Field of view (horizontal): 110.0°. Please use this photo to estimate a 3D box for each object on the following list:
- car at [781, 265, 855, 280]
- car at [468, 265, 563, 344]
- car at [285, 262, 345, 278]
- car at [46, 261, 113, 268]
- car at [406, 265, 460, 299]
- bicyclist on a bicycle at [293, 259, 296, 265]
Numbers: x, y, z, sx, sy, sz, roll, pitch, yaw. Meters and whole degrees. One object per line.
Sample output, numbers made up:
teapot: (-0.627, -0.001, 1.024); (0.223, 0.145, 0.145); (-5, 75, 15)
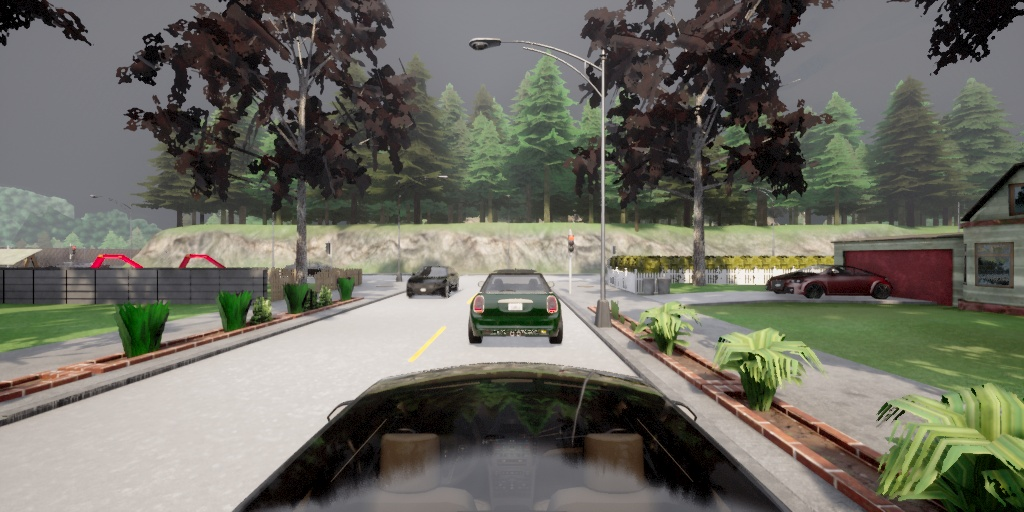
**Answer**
car: (29.643, 1.228, 34.833); (5.008, 1.535, 1.882); (0, 0, 1)
car: (0.108, 1.102, 9.759); (2.097, 1.767, 4.553); (0, 0, 1)
car: (-17.015, 1.242, 31.082); (4.902, 1.511, 2.128); (0, 0, 1)
car: (-37.374, 1.241, 31.300); (4.902, 1.511, 2.128); (0, 0, 1)
car: (-3.904, 1.227, 18.376); (1.882, 1.535, 5.008); (0, 0, 1)
bicyclist on a bicycle: (-23.711, 1.099, 39.546); (0.582, 1.620, 1.656); (0, 0, 1)
